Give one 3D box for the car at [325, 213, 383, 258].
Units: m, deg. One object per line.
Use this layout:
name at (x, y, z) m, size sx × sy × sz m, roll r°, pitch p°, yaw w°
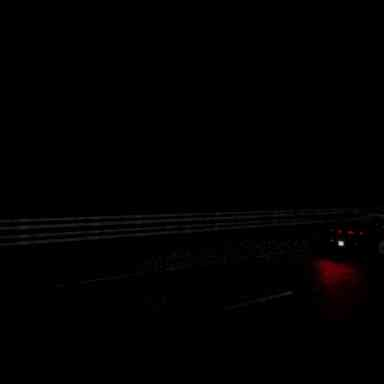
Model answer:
car at (7.364, 1.630, 13.389) m, size 4.892 × 1.490 × 1.837 m, roll 1°, pitch -1°, yaw -35°
